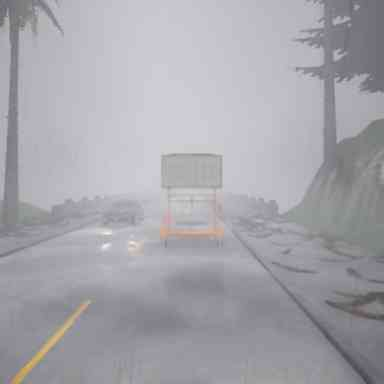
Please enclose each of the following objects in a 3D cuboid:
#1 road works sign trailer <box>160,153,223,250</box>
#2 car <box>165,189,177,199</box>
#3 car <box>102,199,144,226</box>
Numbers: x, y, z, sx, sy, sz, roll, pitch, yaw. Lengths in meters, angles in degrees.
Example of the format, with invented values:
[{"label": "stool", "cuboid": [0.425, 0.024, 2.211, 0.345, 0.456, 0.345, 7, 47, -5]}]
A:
[{"label": "road works sign trailer", "cuboid": [-0.005, 0.260, 13.223, 2.380, 3.560, 2.880, 0, 1, 0]}, {"label": "car", "cuboid": [-4.034, 0.231, 64.409, 2.150, 2.045, 5.566, 0, 1, 0]}, {"label": "car", "cuboid": [-4.104, 1.192, 20.471, 1.837, 1.490, 4.892, 0, 0, 0]}]
